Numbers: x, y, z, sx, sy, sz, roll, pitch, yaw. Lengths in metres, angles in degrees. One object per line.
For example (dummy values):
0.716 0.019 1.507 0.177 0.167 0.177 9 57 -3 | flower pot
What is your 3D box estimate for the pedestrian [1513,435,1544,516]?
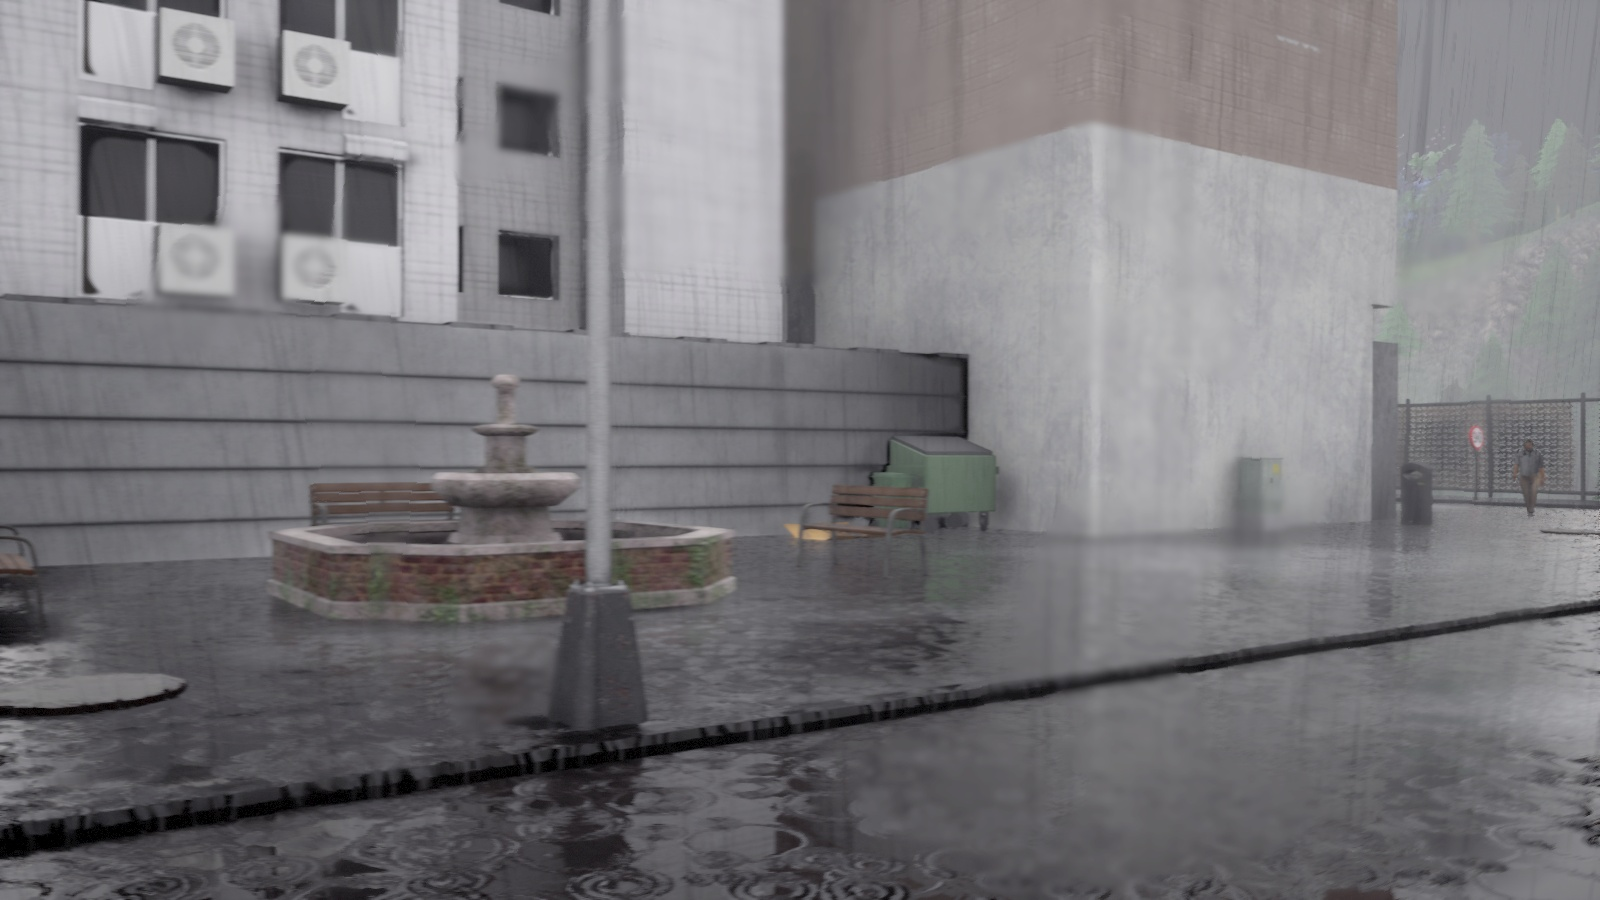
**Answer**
16.925 0.580 29.171 0.540 1.848 0.694 0 0 39 | pedestrian
